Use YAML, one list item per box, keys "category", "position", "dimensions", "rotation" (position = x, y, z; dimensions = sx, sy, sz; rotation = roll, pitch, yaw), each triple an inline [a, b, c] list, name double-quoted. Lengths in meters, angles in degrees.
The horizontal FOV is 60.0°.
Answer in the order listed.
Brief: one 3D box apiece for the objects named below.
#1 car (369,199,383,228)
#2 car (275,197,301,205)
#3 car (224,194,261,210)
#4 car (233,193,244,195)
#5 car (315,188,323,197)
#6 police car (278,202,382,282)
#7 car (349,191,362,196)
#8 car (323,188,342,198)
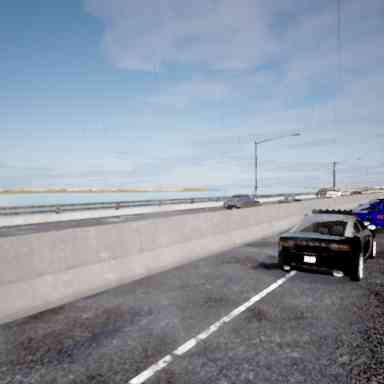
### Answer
- category: "car"
  position: [9.723, 1.298, 17.938]
  dimensions: [1.812, 1.442, 4.674]
  rotation: [0, 0, 34]
- category: "car"
  position: [10.438, 1.200, 35.803]
  dimensions: [1.994, 1.385, 4.181]
  rotation: [0, 1, 35]
- category: "car"
  position: [5.371, 1.250, 34.636]
  dimensions: [2.033, 1.411, 5.357]
  rotation: [0, 1, 35]
- category: "car"
  position: [5.782, 1.001, 41.373]
  dimensions: [2.097, 1.767, 4.553]
  rotation: [0, 0, 35]
- category: "car"
  position: [29.608, 0.158, 75.034]
  dimensions: [2.150, 2.045, 5.566]
  rotation: [0, 1, 36]
- category: "police car"
  position: [4.159, 1.316, 9.779]
  dimensions: [1.930, 1.638, 5.238]
  rotation: [0, 0, 34]
- category: "car"
  position: [34.356, 0.560, 69.636]
  dimensions: [1.882, 1.535, 5.008]
  rotation: [0, 1, 36]
- category: "car"
  position: [29.234, 0.395, 68.484]
  dimensions: [2.150, 2.045, 5.566]
  rotation: [0, 1, 35]
